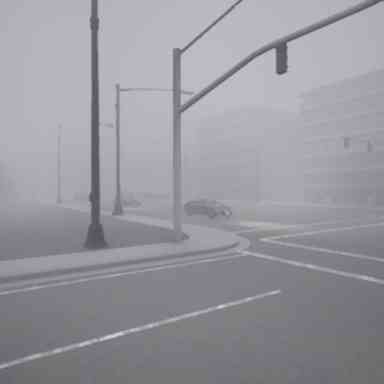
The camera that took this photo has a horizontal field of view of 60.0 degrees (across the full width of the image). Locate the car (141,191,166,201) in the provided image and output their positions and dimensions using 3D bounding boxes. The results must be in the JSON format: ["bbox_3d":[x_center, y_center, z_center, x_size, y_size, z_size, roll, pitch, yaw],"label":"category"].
[{"bbox_3d":[-6.936,0.696,57.202,1.882,1.535,5.008,0,1,-34],"label":"car"}]

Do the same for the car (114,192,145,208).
[{"bbox_3d":[-7.784,1.049,39.677,1.812,1.442,4.674,-1,1,-34],"label":"car"}]

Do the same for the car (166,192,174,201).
[{"bbox_3d":[-4.048,0.691,59.179,2.128,1.511,4.902,0,1,-34],"label":"car"}]

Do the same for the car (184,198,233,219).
[{"bbox_3d":[1.247,1.271,26.469,2.128,1.511,4.902,0,1,-34],"label":"car"}]

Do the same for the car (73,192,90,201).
[{"bbox_3d":[-18.194,0.714,55.063,1.882,1.535,5.008,0,1,-34],"label":"car"}]

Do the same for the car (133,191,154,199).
[{"bbox_3d":[-9.935,0.585,67.783,2.033,1.411,5.357,0,1,-34],"label":"car"}]
